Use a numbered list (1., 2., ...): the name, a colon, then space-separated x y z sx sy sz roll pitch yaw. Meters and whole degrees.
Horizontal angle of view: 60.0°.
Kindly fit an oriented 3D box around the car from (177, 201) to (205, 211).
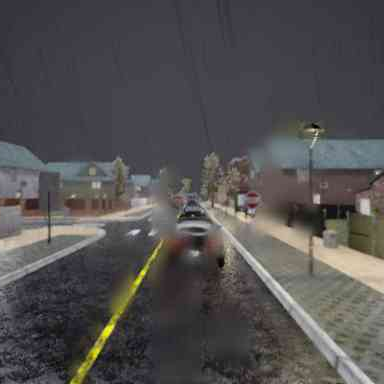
1. car: 0.076 1.702 26.294 1.994 1.385 4.181 0 0 0

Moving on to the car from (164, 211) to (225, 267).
1. car: 0.081 1.578 11.498 1.812 1.442 4.674 0 0 0

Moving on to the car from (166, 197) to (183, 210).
1. car: -2.849 1.893 50.058 2.033 1.411 5.357 0 -1 0

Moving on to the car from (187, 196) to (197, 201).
1. car: -0.029 2.031 65.610 1.837 1.490 4.892 0 -1 0

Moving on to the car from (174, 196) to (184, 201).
1. car: -2.788 1.749 65.891 2.150 2.045 5.566 0 0 0
